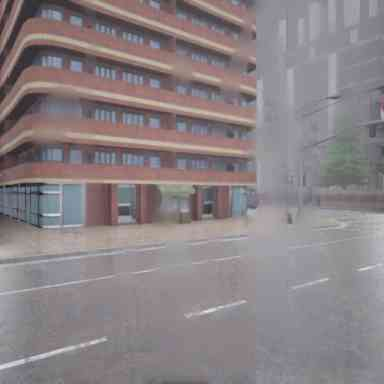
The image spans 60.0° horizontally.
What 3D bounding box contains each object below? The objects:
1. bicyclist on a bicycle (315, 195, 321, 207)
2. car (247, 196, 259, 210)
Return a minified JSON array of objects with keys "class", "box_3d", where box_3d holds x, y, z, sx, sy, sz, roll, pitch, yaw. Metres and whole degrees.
[{"class":"bicyclist on a bicycle","box_3d":[17.810,1.299,46.968,1.656,1.620,0.582,0,0,-36]},{"class":"car","box_3d":[6.036,1.220,42.752,2.150,2.045,5.566,0,0,-36]}]
